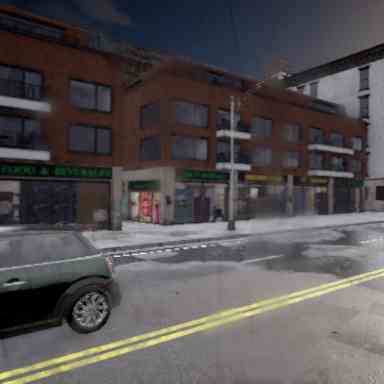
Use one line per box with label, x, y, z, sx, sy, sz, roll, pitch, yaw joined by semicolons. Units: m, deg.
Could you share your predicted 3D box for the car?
car;-3.506;1.352;5.175;4.553;1.767;2.097;0;0;-35
